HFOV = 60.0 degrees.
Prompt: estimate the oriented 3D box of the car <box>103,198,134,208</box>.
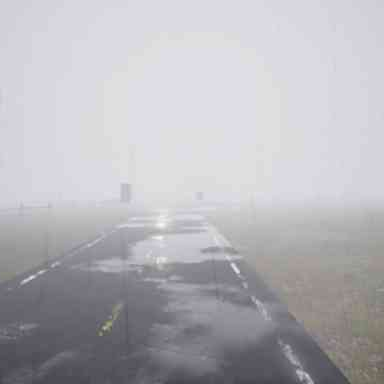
[{"bbox_3d":[-10.986,1.698,49.759,4.892,1.490,1.837,-1,-1,18],"label":"car"}]
